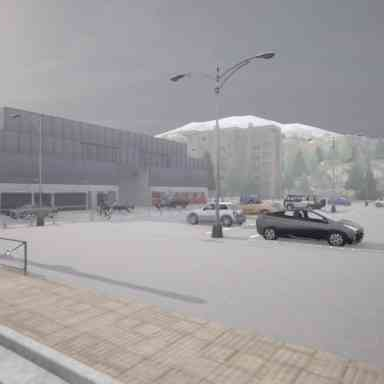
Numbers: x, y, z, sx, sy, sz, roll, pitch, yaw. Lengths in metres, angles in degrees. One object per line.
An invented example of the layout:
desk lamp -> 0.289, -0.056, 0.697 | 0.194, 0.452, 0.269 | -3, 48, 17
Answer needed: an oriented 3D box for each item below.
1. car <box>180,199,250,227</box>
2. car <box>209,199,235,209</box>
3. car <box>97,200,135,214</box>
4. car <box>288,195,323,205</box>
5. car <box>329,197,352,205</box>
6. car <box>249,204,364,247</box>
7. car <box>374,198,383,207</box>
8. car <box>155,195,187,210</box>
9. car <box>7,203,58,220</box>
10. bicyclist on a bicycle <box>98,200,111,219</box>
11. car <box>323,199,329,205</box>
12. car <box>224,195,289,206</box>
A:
car -> 1.518, 1.424, 21.918 | 3.806, 1.475, 1.970 | 0, 0, 35
car -> 4.647, 1.777, 51.173 | 1.895, 1.301, 4.718 | 0, 0, 35
car -> -8.805, 1.668, 38.616 | 2.128, 1.511, 4.902 | 0, 0, 35
car -> 12.380, 1.268, 37.767 | 3.866, 1.878, 1.905 | 0, 0, 35
car -> 24.601, 1.565, 55.445 | 3.633, 1.501, 1.845 | 0, 0, 35
car -> 5.143, 1.490, 14.850 | 4.514, 1.523, 2.007 | 0, 0, 35
car -> 28.925, 1.576, 48.718 | 3.806, 1.475, 1.970 | 0, 0, 35
car -> -2.776, 1.398, 47.067 | 2.150, 2.045, 5.566 | 0, 0, 36
car -> -14.562, 1.740, 30.518 | 1.994, 1.385, 4.181 | 0, 0, 35
bicyclist on a bicycle -> -7.316, 1.477, 27.796 | 1.656, 1.620, 0.582 | 0, 0, 35
car -> 13.727, 1.289, 40.375 | 4.605, 1.855, 1.932 | 0, 0, 35
car -> 4.971, 1.345, 27.337 | 5.027, 1.636, 2.152 | 0, 0, 35
